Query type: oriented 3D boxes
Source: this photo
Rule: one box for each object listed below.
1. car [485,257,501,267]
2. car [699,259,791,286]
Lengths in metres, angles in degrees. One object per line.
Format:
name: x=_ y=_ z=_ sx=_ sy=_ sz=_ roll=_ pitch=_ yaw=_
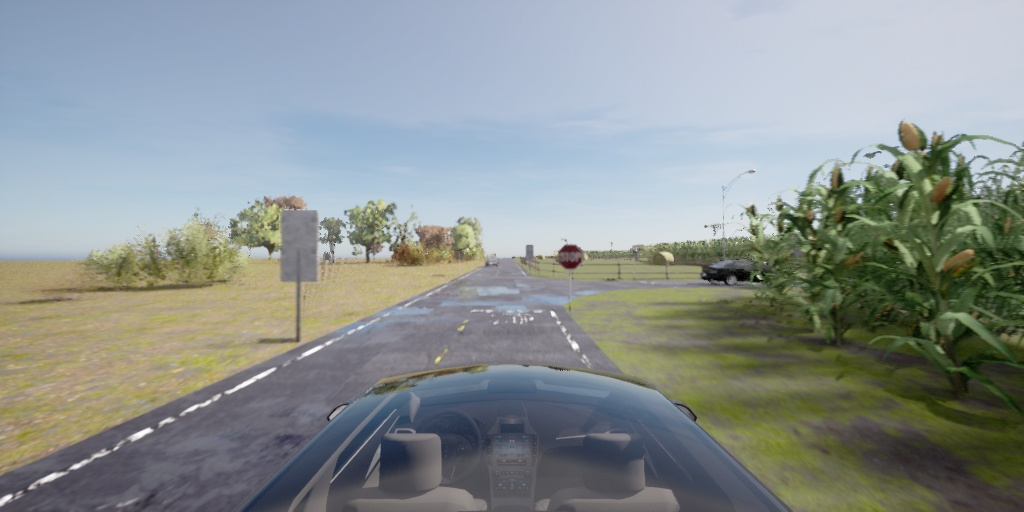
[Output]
car: x=-3.149 y=0.959 z=55.729 sx=2.128 sy=1.511 sz=4.902 roll=0 pitch=0 yaw=0
car: x=13.957 y=0.945 z=21.473 sx=5.008 sy=1.535 sz=1.882 roll=-1 pitch=-1 yaw=-1
